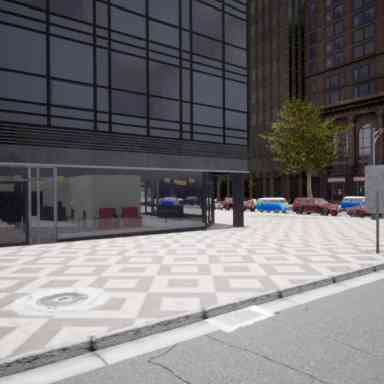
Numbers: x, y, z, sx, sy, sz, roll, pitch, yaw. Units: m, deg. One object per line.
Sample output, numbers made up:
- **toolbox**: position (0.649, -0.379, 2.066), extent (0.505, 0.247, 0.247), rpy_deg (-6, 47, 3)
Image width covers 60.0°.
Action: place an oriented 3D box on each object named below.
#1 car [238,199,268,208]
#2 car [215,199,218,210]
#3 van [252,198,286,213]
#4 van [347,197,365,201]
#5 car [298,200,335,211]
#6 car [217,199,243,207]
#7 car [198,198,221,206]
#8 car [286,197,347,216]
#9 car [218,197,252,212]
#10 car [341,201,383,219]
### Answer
- **car**: position (9.731, 1.804, 53.393), extent (1.752, 1.417, 4.829), rpy_deg (-1, 0, -35)
- **car**: position (2.884, 1.915, 48.311), extent (2.008, 1.369, 4.403), rpy_deg (-1, 0, -35)
- **van**: position (9.458, 1.600, 39.050), extent (1.690, 1.788, 3.998), rpy_deg (-1, 0, -35)
- **van**: position (19.692, 1.457, 39.364), extent (1.690, 1.788, 3.998), rpy_deg (-1, 0, -35)
- **car**: position (16.408, 1.737, 43.995), extent (1.947, 1.339, 4.313), rpy_deg (-1, 0, -35)
- **car**: position (6.540, 1.873, 57.884), extent (1.887, 1.381, 4.507), rpy_deg (-1, 0, -35)
- **car**: position (3.252, 1.930, 62.513), extent (2.008, 1.369, 4.403), rpy_deg (-1, 0, -35)
- **car**: position (12.747, 1.518, 34.419), extent (2.192, 1.841, 5.009), rpy_deg (-1, 0, -35)
- **car**: position (6.169, 1.627, 43.680), extent (2.192, 1.841, 5.009), rpy_deg (-1, 0, -35)
- **car**: position (16.043, 1.728, 29.790), extent (1.802, 1.307, 4.206), rpy_deg (-1, 0, -35)
